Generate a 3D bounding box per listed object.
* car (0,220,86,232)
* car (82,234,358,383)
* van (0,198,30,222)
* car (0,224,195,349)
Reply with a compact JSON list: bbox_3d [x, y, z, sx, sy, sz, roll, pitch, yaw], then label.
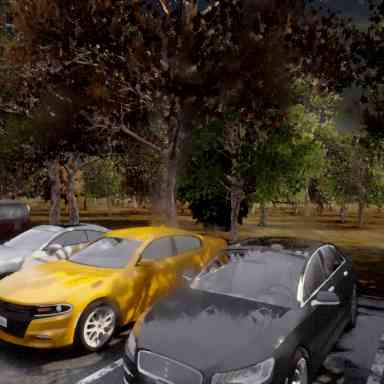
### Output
[{"bbox_3d":[-3.382,1.522,8.162,2.002,1.452,4.674,0,0,35],"label":"car"},{"bbox_3d":[1.161,1.481,4.938,2.231,1.521,4.892,0,0,35],"label":"car"},{"bbox_3d":[-7.990,1.255,11.292,1.878,1.987,4.442,0,0,35],"label":"van"},{"bbox_3d":[-1.110,1.481,6.550,2.097,1.535,5.008,0,0,35],"label":"car"}]
